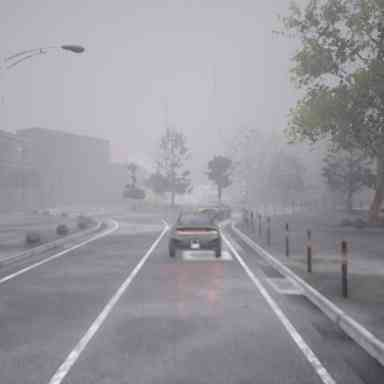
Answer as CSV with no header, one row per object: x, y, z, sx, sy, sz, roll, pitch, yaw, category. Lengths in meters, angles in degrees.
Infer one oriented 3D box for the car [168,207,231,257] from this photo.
0.105,1.540,13.092,2.128,1.511,4.902,0,0,0,car

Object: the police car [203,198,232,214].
2.102,1.587,29.351,2.038,1.542,4.974,0,0,19,police car
